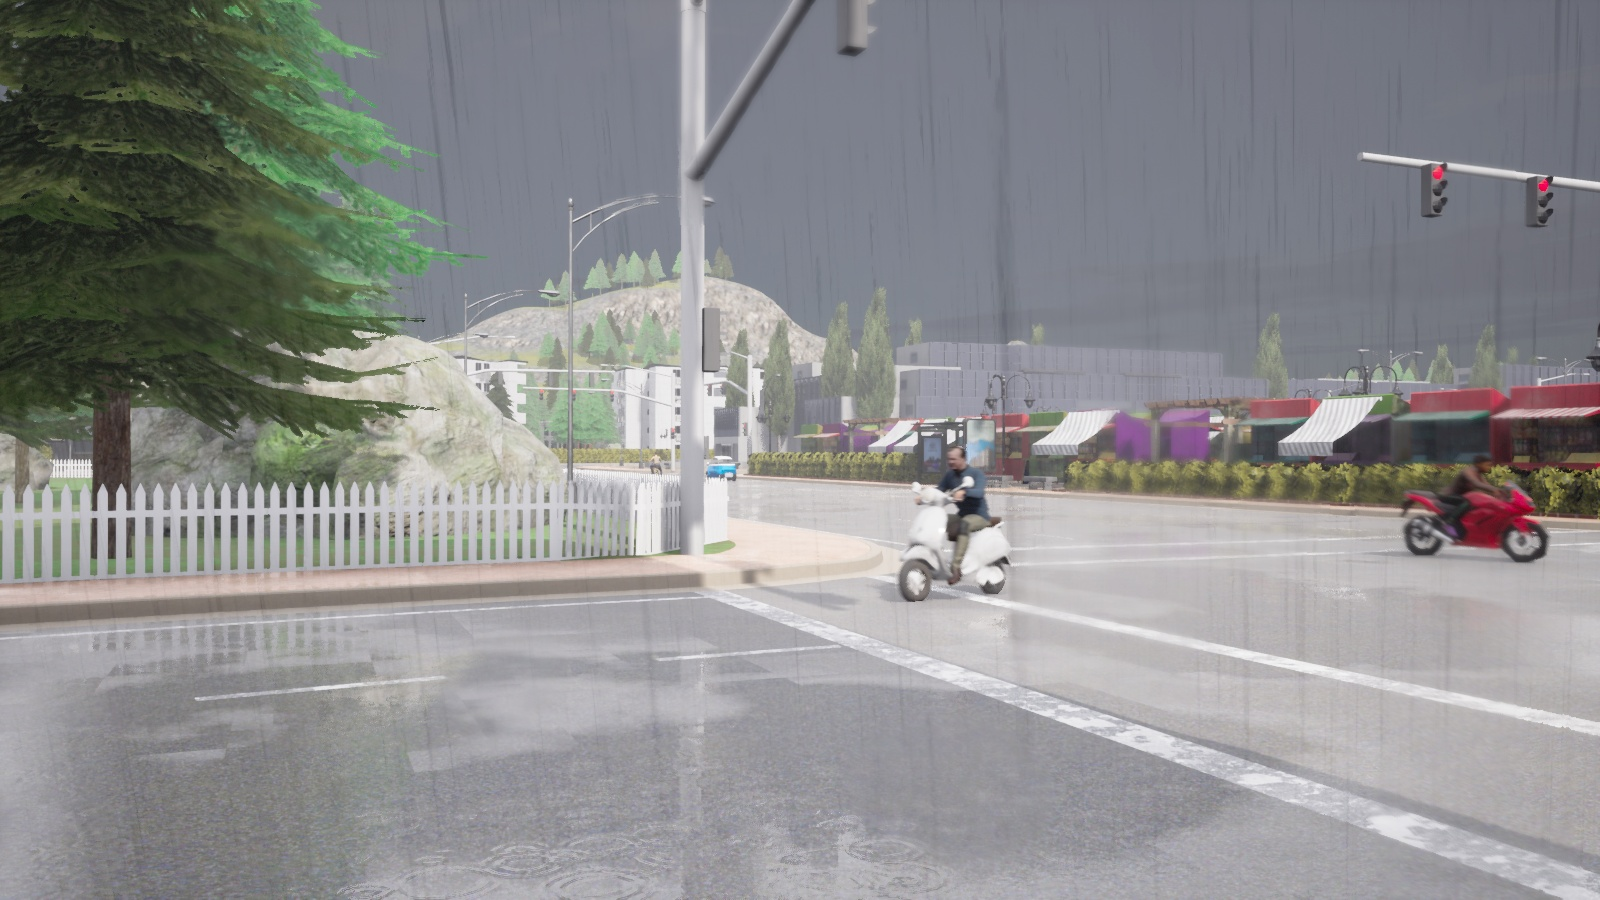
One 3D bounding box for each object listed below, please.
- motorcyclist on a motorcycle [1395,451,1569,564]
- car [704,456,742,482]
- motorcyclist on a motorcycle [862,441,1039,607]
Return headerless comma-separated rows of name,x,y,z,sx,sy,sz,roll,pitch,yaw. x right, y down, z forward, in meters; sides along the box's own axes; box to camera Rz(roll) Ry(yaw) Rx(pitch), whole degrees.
motorcyclist on a motorcycle,9.738,0.786,18.001,0.797,1.523,2.044,1,-1,-38
car,-4.246,1.033,68.991,1.481,1.376,2.207,0,0,-22
motorcyclist on a motorcycle,1.580,0.741,12.993,0.866,1.590,1.817,-3,-3,45
